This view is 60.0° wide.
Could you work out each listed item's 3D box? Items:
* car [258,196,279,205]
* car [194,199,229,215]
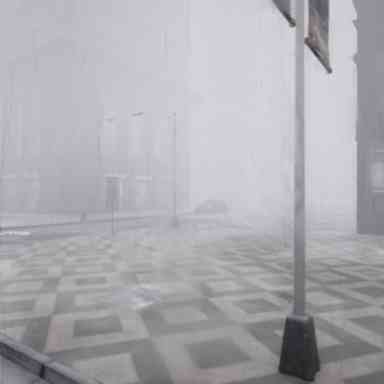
[{"bbox_3d":[11.474,1.447,49.477,1.837,1.490,4.892,0,0,35],"label":"car"},{"bbox_3d":[2.188,1.571,36.569,2.097,1.767,4.553,0,0,36],"label":"car"}]
